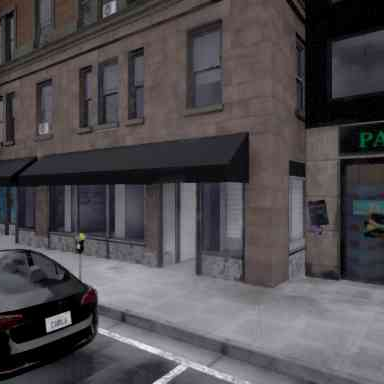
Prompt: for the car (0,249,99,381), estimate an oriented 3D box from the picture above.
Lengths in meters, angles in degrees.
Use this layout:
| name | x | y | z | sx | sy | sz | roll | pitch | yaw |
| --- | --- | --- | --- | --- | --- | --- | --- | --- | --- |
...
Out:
| name | x | y | z | sx | sy | sz | roll | pitch | yaw |
| --- | --- | --- | --- | --- | --- | --- | --- | --- | --- |
| car | -3.266 | 1.566 | 5.138 | 4.313 | 1.339 | 1.947 | 0 | 0 | 36 |
